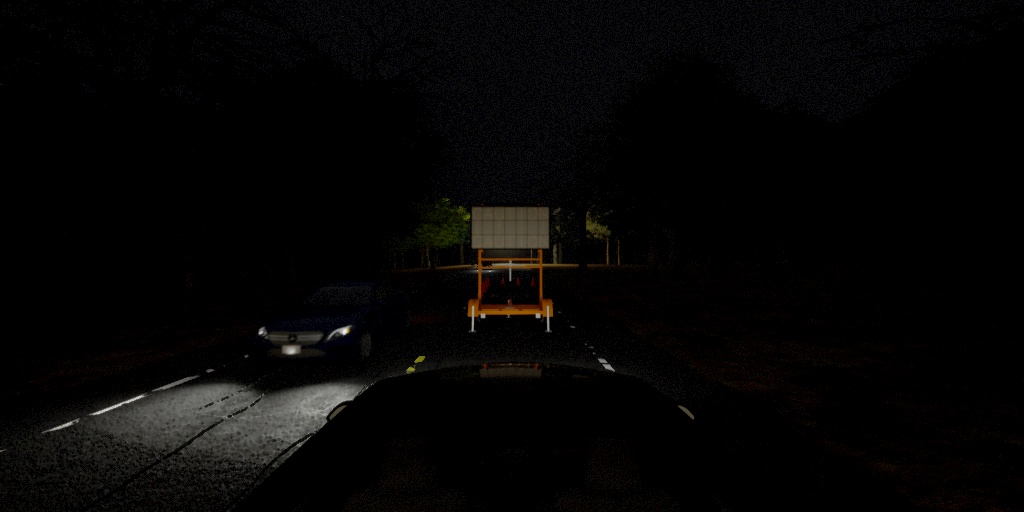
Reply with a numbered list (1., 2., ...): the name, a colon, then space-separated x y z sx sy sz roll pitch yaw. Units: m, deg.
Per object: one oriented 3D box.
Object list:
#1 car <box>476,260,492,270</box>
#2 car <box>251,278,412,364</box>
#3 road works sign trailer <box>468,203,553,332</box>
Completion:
1. car: -3.854 1.233 50.474 1.837 1.490 4.892 0 0 0
2. car: -3.632 1.276 8.213 1.812 1.442 4.674 0 0 0
3. road works sign trailer: -0.047 0.213 10.855 2.380 3.560 2.880 0 0 0
